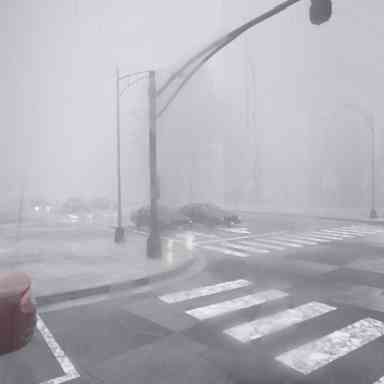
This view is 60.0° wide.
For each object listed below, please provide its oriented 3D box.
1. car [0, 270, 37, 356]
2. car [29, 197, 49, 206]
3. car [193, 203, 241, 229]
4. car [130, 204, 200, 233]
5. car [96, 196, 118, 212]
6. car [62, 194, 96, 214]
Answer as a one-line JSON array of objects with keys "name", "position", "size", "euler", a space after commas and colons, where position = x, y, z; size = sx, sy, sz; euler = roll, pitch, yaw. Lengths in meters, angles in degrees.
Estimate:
[{"name": "car", "position": [-4.196, 1.545, 3.665], "size": [4.507, 1.381, 1.887], "euler": [0, -1, -36]}, {"name": "car", "position": [-22.036, 1.327, 47.940], "size": [1.895, 1.301, 4.718], "euler": [-1, 1, -36]}, {"name": "car", "position": [0.677, 1.438, 21.514], "size": [2.033, 1.411, 5.357], "euler": [-1, 1, -39]}, {"name": "car", "position": [-1.971, 1.485, 19.716], "size": [2.033, 1.411, 5.357], "euler": [-1, 1, -32]}, {"name": "car", "position": [-9.641, 1.238, 36.012], "size": [2.128, 1.511, 4.902], "euler": [-1, 1, -35]}, {"name": "car", "position": [-11.562, 1.309, 33.108], "size": [1.837, 1.490, 4.892], "euler": [-1, 1, -35]}]
